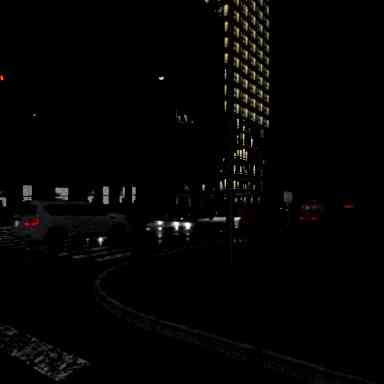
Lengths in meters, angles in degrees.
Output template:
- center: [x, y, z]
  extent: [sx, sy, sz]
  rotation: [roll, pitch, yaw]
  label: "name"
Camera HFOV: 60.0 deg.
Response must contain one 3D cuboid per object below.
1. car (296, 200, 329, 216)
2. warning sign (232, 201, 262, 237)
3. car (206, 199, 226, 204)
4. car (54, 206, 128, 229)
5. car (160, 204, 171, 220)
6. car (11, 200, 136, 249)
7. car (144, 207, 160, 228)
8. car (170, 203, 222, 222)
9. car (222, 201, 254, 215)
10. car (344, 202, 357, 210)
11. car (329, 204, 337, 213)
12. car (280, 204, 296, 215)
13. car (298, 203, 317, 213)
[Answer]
- center: [16.056, 2.066, 44.025]
  extent: [2.150, 2.045, 5.566]
  rotation: [0, -1, 35]
  label: "car"
- center: [3.091, 1.454, 18.556]
  extent: [1.300, 1.860, 1.060]
  rotation: [1, 1, 33]
  label: "warning sign"
- center: [3.143, 1.903, 42.185]
  extent: [2.150, 2.045, 5.566]
  rotation: [0, -1, 32]
  label: "car"
- center: [-7.573, 1.873, 25.485]
  extent: [2.033, 1.411, 5.357]
  rotation: [0, -1, 33]
  label: "car"
- center: [-2.390, 2.003, 33.564]
  extent: [1.837, 1.490, 4.892]
  rotation: [0, -1, 33]
  label: "car"
- center: [-5.601, 1.432, 16.007]
  extent: [2.150, 2.045, 5.566]
  rotation: [1, 0, 40]
  label: "car"
- center: [-4.917, 1.874, 23.608]
  extent: [2.033, 1.411, 5.357]
  rotation: [0, -1, 33]
  label: "car"
- center: [0.520, 2.055, 32.086]
  extent: [2.033, 1.411, 5.357]
  rotation: [0, -1, 33]
  label: "car"
- center: [6.002, 2.180, 40.617]
  extent: [2.128, 1.511, 4.902]
  rotation: [0, -1, 33]
  label: "car"
- center: [31.329, 2.789, 65.799]
  extent: [1.882, 1.535, 5.008]
  rotation: [0, -1, 33]
  label: "car"
- center: [21.780, 2.597, 53.014]
  extent: [1.994, 1.385, 4.181]
  rotation: [0, -1, 33]
  label: "car"
- center: [13.755, 2.418, 46.424]
  extent: [1.994, 1.385, 4.181]
  rotation: [0, -1, 33]
  label: "car"
- center: [19.044, 2.555, 54.768]
  extent: [1.812, 1.442, 4.674]
  rotation: [0, -1, 33]
  label: "car"
